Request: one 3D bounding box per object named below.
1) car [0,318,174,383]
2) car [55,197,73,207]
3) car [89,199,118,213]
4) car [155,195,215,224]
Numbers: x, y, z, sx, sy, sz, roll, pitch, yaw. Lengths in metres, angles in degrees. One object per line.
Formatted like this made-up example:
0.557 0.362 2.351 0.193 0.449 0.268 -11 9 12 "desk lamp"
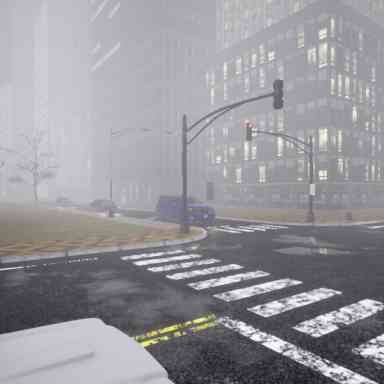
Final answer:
-2.297 1.601 1.804 4.718 1.301 1.895 0 0 -36 "car"
-19.785 1.511 51.339 1.837 1.490 4.892 0 0 -35 "car"
-9.934 1.482 37.281 1.882 1.535 5.008 0 0 -35 "car"
-0.637 1.227 24.028 2.150 2.045 5.566 0 0 -34 "car"
